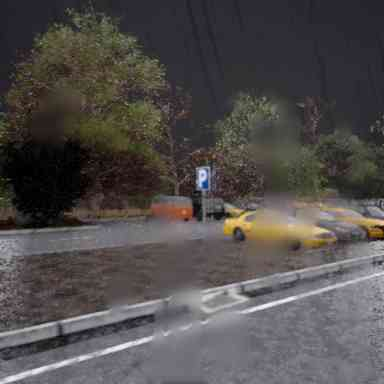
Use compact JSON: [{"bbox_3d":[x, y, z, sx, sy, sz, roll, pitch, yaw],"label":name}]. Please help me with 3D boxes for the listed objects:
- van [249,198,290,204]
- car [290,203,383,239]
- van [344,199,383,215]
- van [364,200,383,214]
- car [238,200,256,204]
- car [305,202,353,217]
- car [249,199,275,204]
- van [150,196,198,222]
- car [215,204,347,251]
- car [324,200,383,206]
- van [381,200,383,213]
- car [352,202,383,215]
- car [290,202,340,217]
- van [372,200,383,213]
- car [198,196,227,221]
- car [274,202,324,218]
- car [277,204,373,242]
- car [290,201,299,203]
[{"bbox_3d":[7.277,1.571,33.712,1.878,1.987,4.442,2,-1,-36],"label":"van"},{"bbox_3d":[8.011,1.617,18.020,2.097,1.535,5.008,1,-1,-36],"label":"car"},{"bbox_3d":[23.180,2.001,44.801,1.878,1.987,4.442,2,-1,-36],"label":"van"},{"bbox_3d":[27.564,2.136,47.937,1.878,1.987,4.442,2,-1,-36],"label":"van"},{"bbox_3d":[2.945,1.673,30.242,1.946,1.575,5.366,1,-1,-36],"label":"car"},{"bbox_3d":[16.355,2.043,40.055,2.231,1.521,4.892,2,-1,-36],"label":"car"},{"bbox_3d":[5.091,1.736,31.997,2.231,1.521,4.892,2,-1,-36],"label":"car"},{"bbox_3d":[-1.831,1.347,27.198,1.878,1.987,4.442,1,-1,-36],"label":"van"},{"bbox_3d":[3.617,1.531,14.641,1.946,1.575,5.366,1,-1,-36],"label":"car"},{"bbox_3d":[10.257,1.546,19.657,2.185,1.767,4.553,2,-1,-36],"label":"car"},{"bbox_3d":[31.937,2.348,51.352,1.878,1.987,4.442,3,-2,-36],"label":"van"},{"bbox_3d":[25.357,2.288,46.509,2.097,1.535,5.008,2,-1,-36],"label":"car"},{"bbox_3d":[14.101,1.981,38.444,2.097,1.535,5.008,2,-1,-36],"label":"car"},{"bbox_3d":[29.787,2.247,49.814,1.878,1.987,4.442,3,-2,-36],"label":"van"},{"bbox_3d":[0.574,1.369,28.808,2.435,2.045,5.566,1,-1,-36],"label":"car"},{"bbox_3d":[11.747,1.917,36.760,2.097,1.535,5.008,2,-1,-36],"label":"car"},{"bbox_3d":[5.758,1.572,16.407,2.231,1.521,4.892,1,-1,-36],"label":"car"},{"bbox_3d":[9.613,1.732,35.201,2.185,1.767,4.553,2,-1,-36],"label":"car"}]
